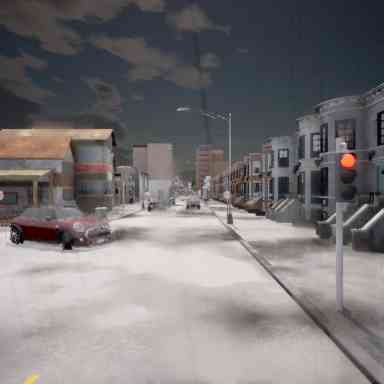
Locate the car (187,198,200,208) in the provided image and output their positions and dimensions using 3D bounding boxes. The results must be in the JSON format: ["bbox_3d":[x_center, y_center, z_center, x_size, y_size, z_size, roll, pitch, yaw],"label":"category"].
[{"bbox_3d":[0.166,1.547,47.457,2.033,1.411,5.357,0,0,0],"label":"car"}]

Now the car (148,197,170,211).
[{"bbox_3d":[-4.049,1.564,39.509,1.994,1.385,4.181,0,0,0],"label":"car"}]

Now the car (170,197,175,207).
[{"bbox_3d":[-4.023,1.505,49.454,1.837,1.490,4.892,0,0,0],"label":"car"}]

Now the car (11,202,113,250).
[{"bbox_3d":[-5.583,1.352,14.258,4.553,1.767,2.097,0,0,28],"label":"car"}]

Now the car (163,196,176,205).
[{"bbox_3d":[-3.971,1.547,59.904,2.033,1.411,5.357,0,0,1],"label":"car"}]
